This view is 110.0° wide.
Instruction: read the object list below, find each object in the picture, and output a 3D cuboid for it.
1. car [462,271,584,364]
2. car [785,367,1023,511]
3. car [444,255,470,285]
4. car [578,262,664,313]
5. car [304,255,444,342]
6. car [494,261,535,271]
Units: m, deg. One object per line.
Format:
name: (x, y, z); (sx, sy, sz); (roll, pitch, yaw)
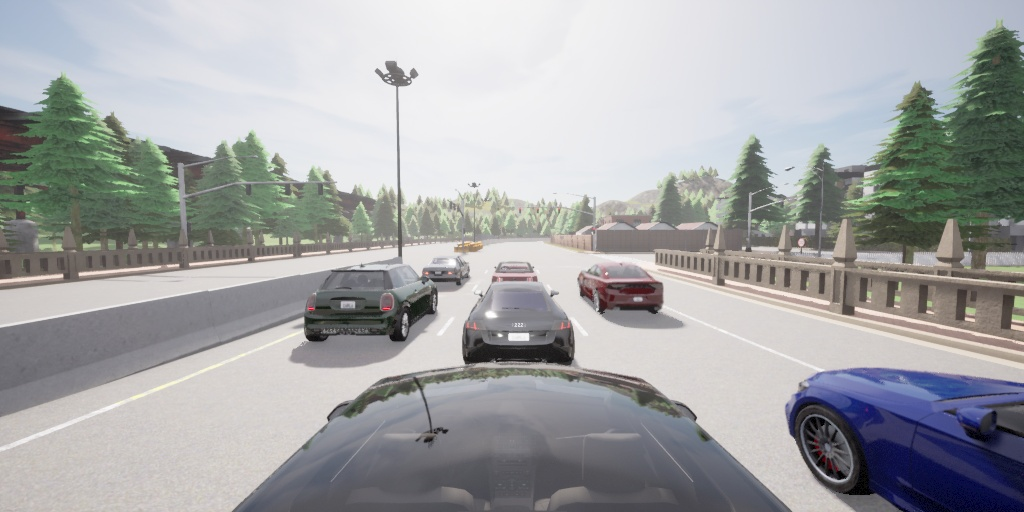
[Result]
car: (0.106, 1.222, 7.794); (1.994, 1.385, 4.181); (0, 2, 0)
car: (3.587, 1.276, 1.533); (1.812, 1.442, 4.674); (0, 0, 0)
car: (-3.388, 0.670, 18.972); (2.033, 1.411, 5.357); (0, 3, 0)
car: (3.608, 0.945, 12.706); (1.882, 1.535, 5.008); (0, 3, 0)
car: (-3.395, 0.957, 9.550); (2.097, 1.767, 4.553); (0, 2, 0)
car: (0.110, 0.860, 16.556); (1.895, 1.301, 4.718); (0, 3, 0)
